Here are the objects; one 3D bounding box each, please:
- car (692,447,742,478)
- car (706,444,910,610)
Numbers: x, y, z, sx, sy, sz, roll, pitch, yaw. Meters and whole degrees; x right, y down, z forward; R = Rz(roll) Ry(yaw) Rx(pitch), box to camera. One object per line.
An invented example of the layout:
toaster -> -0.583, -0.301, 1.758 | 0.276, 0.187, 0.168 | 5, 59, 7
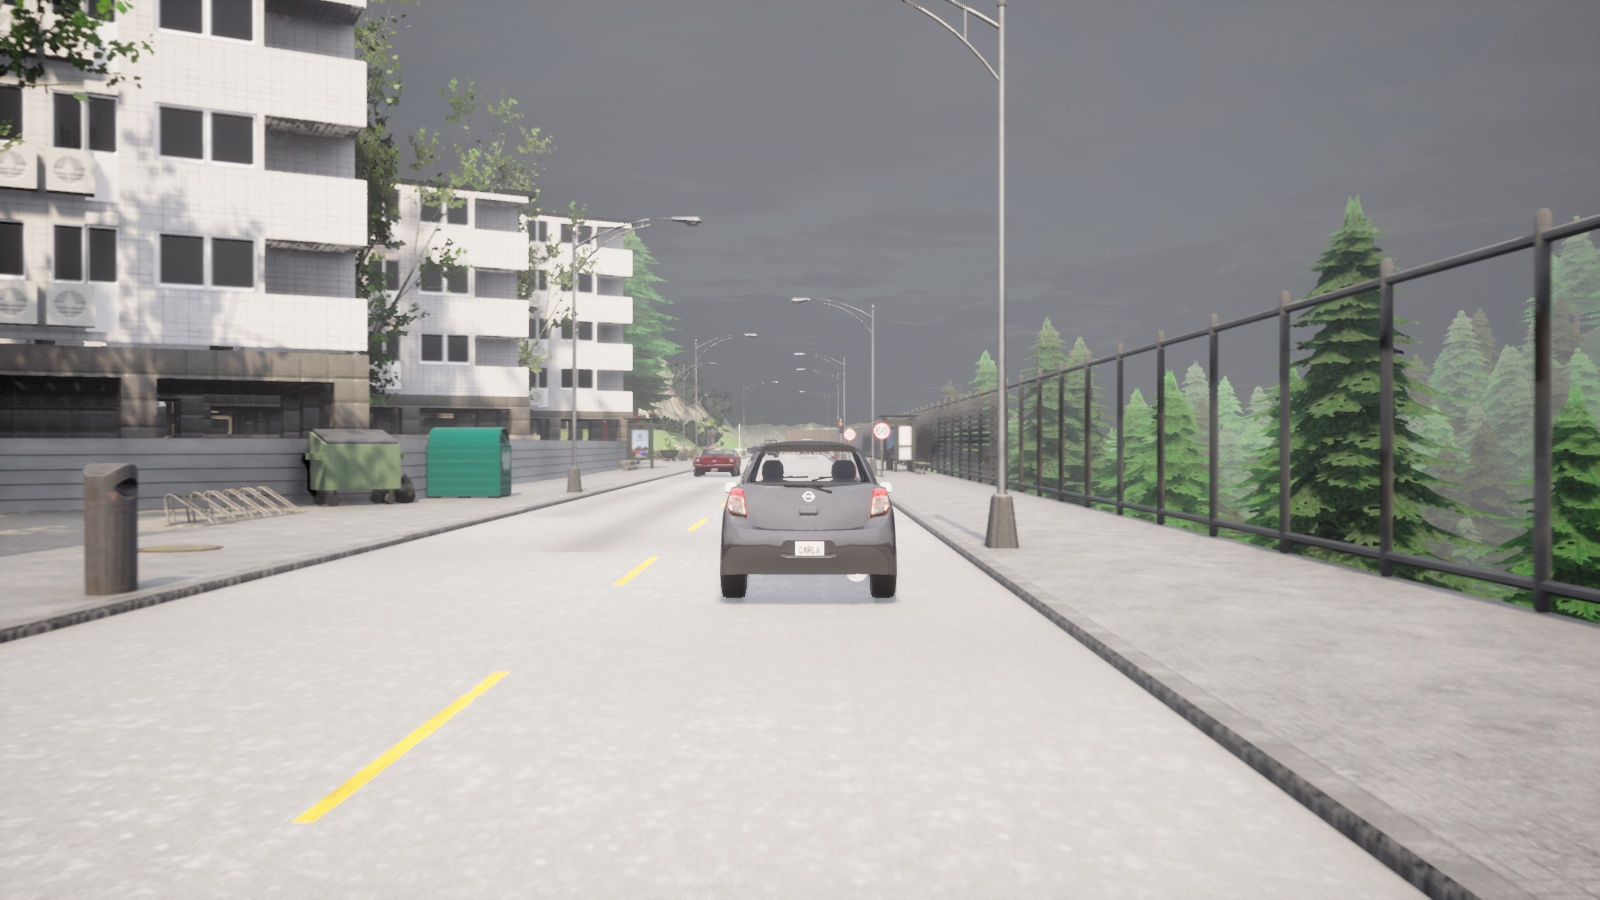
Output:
car -> -3.685, 0.527, 56.185 | 1.895, 1.301, 4.718 | 0, 0, 0
car -> 0.085, 0.686, 13.191 | 1.845, 1.501, 3.633 | 0, 0, 0
